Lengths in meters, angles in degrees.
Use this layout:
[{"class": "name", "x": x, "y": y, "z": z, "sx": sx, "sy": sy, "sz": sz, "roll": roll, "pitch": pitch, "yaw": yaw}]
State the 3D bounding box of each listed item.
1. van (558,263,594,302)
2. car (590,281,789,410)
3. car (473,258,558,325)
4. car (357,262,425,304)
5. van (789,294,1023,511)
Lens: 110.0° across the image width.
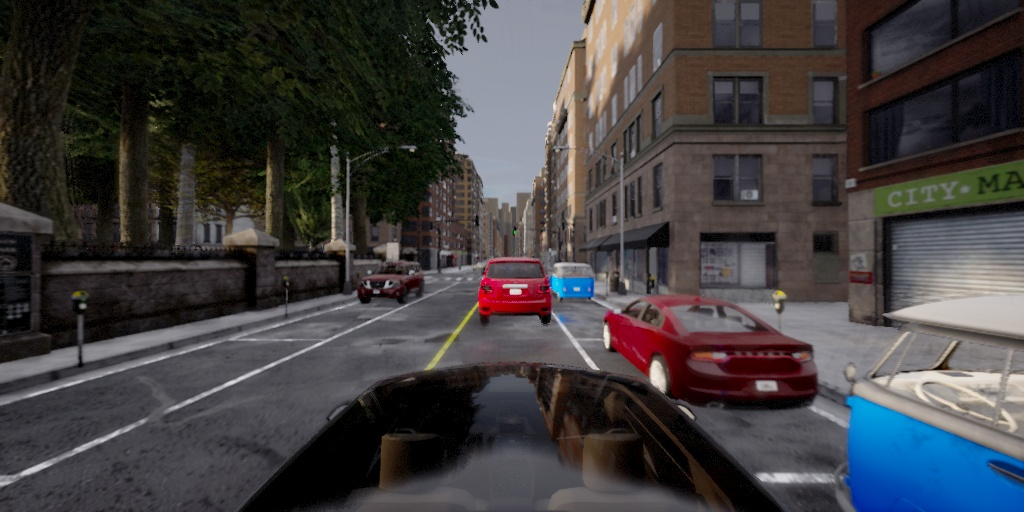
[{"class": "van", "x": 2.853, "y": 1.236, "z": 17.563, "sx": 1.690, "sy": 1.789, "sz": 3.998, "roll": 0, "pitch": 0, "yaw": 0}, {"class": "car", "x": 2.856, "y": 1.337, "z": 6.243, "sx": 1.888, "sy": 1.381, "sz": 4.507, "roll": 0, "pitch": 0, "yaw": 0}, {"class": "car", "x": 0.094, "y": 1.073, "z": 12.452, "sx": 2.150, "sy": 2.045, "sz": 5.566, "roll": 0, "pitch": 0, "yaw": 0}, {"class": "car", "x": -5.672, "y": 1.209, "z": 17.521, "sx": 2.192, "sy": 1.841, "sz": 5.009, "roll": 0, "pitch": 0, "yaw": 0}, {"class": "van", "x": 2.858, "y": 1.080, "z": 0.582, "sx": 1.690, "sy": 1.789, "sz": 3.998, "roll": 0, "pitch": 0, "yaw": 0}]
